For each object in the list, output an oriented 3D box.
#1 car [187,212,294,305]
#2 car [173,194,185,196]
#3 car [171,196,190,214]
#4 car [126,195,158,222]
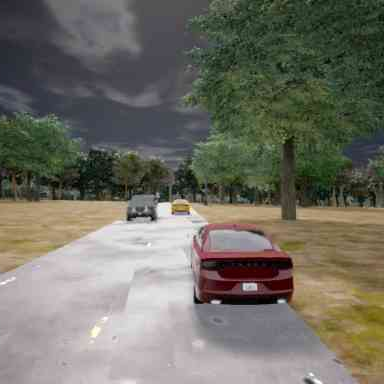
[{"bbox_3d":[0.933,1.477,8.187,1.882,1.535,5.008,0,0,-1],"label":"car"},{"bbox_3d":[-1.775,1.357,46.394,2.150,2.045,5.566,0,0,-3],"label":"car"},{"bbox_3d":[-1.248,1.549,35.886,1.882,1.535,5.008,0,0,-3],"label":"car"},{"bbox_3d":[-3.923,1.250,26.947,2.150,2.045,5.566,0,0,-3],"label":"car"}]
